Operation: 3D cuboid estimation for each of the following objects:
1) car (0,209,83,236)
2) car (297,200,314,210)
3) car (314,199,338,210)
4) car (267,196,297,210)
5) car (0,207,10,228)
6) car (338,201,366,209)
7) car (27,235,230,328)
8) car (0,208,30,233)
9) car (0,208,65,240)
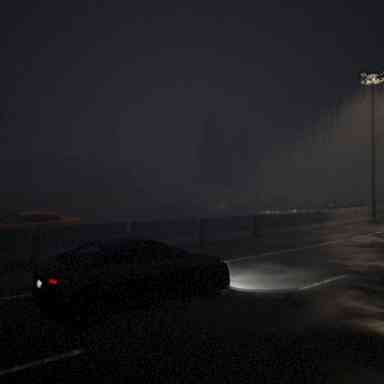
[{"bbox_3d":[-7.694,1.670,15.795,5.008,1.535,1.882,0,-1,-37],"label":"car"},{"bbox_3d":[17.214,1.912,49.671,1.882,1.535,5.008,-1,-1,38],"label":"car"},{"bbox_3d":[19.364,1.749,46.779,2.097,1.767,4.553,-1,-1,38],"label":"car"},{"bbox_3d":[13.479,1.679,50.560,2.150,2.045,5.566,-1,-1,39],"label":"car"},{"bbox_3d":[-15.719,1.843,22.885,5.357,1.411,2.033,0,-1,-35],"label":"car"},{"bbox_3d":[21.400,1.905,43.631,2.033,1.411,5.357,-1,-1,40],"label":"car"},{"bbox_3d":[-1.168,1.645,7.249,4.181,1.385,1.994,0,-1,-36],"label":"car"},{"bbox_3d":[-12.818,1.788,20.712,4.674,1.442,1.812,0,-1,-36],"label":"car"},{"bbox_3d":[-9.914,1.721,18.504,4.902,1.511,2.128,0,-1,-36],"label":"car"}]
